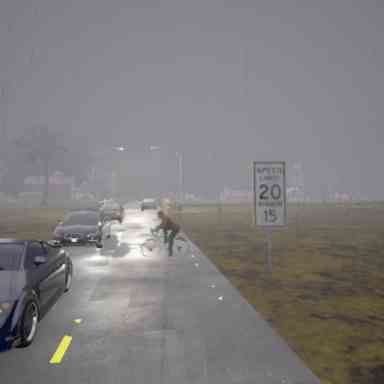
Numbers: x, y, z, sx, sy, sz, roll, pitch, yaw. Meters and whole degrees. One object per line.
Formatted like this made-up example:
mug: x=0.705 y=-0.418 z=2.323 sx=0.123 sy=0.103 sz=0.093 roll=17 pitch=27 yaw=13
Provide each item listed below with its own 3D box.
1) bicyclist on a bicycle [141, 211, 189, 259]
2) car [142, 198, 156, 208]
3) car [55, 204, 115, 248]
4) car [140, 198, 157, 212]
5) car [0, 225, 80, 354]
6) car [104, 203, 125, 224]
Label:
bicyclist on a bicycle: x=-0.911 y=1.457 z=11.317 sx=1.656 sy=1.620 sz=0.582 roll=0 pitch=0 yaw=-8
car: x=-6.604 y=1.665 z=50.684 sx=2.033 sy=1.411 sz=5.357 roll=0 pitch=0 yaw=-8
car: x=-4.698 y=1.512 z=14.714 sx=1.837 sy=1.490 sz=4.892 roll=0 pitch=1 yaw=-8
car: x=-5.204 y=1.558 z=40.350 sx=2.128 sy=1.511 sz=4.902 roll=0 pitch=0 yaw=-8
car: x=-3.518 y=1.569 z=5.991 sx=1.994 sy=1.385 sz=4.181 roll=0 pitch=0 yaw=-8
car: x=-6.144 y=1.550 z=25.381 sx=1.812 sy=1.442 sz=4.674 roll=0 pitch=0 yaw=-7
